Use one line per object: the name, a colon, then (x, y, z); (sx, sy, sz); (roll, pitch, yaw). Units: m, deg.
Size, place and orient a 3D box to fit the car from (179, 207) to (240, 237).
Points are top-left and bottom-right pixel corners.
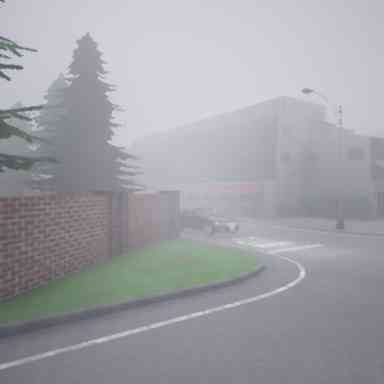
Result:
car: (0.742, 1.643, 19.528); (2.128, 1.511, 4.902); (0, 0, -35)
